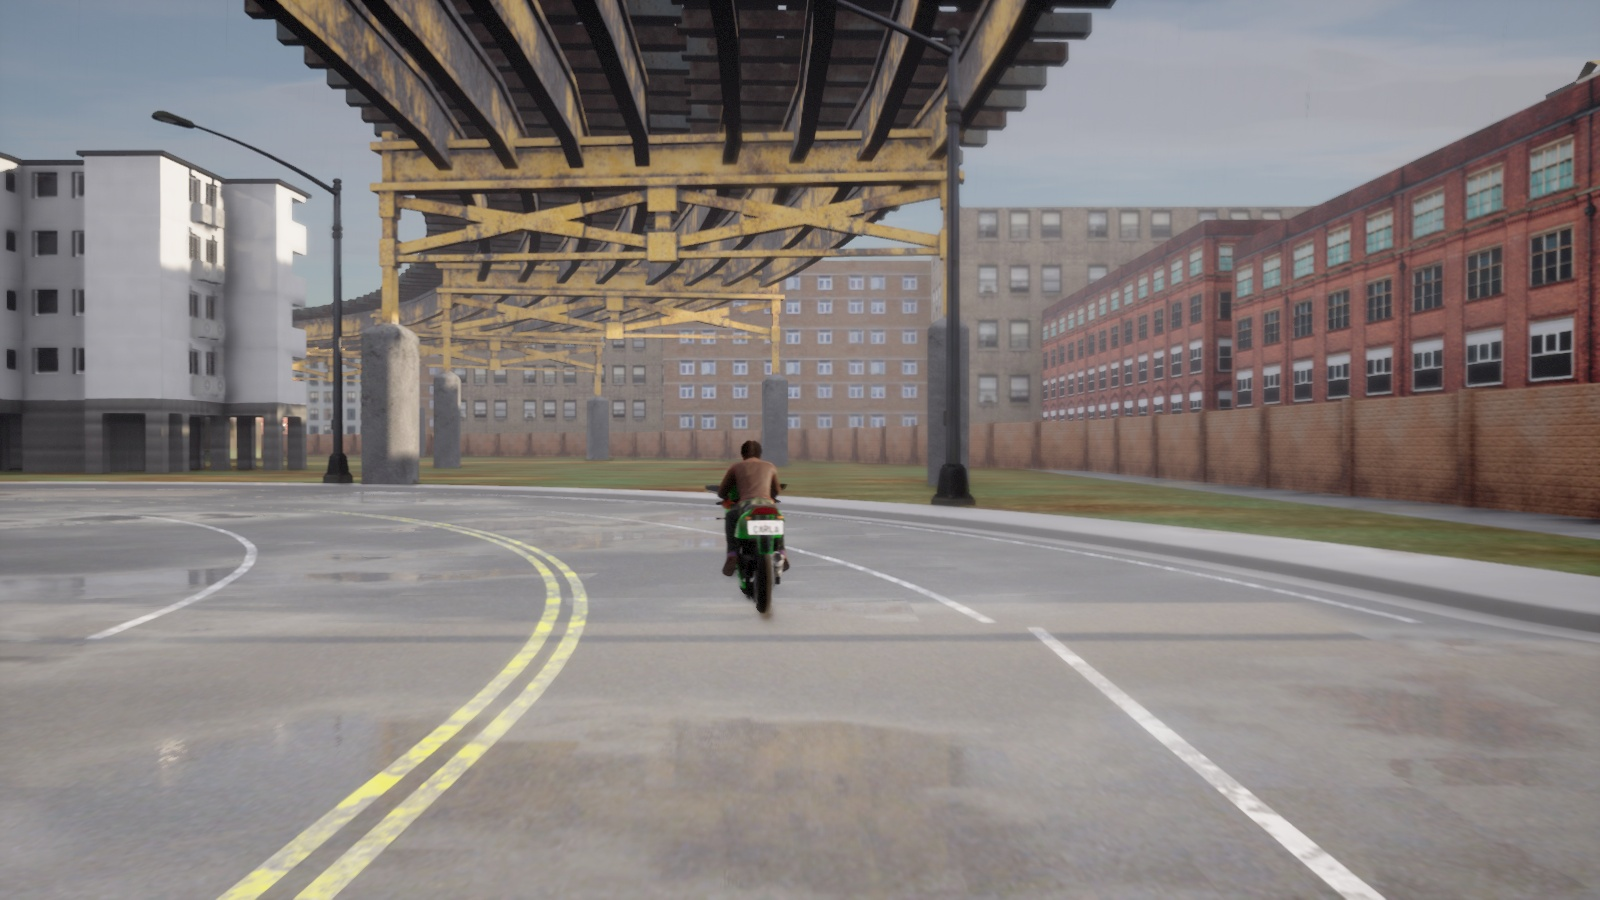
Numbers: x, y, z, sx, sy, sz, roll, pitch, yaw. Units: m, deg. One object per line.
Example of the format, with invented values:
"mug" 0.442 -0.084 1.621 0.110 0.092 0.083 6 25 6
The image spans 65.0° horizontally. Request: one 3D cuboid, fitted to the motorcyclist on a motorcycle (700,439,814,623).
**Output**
"motorcyclist on a motorcycle" -0.434 0.665 11.458 0.797 1.523 2.044 0 0 -8
